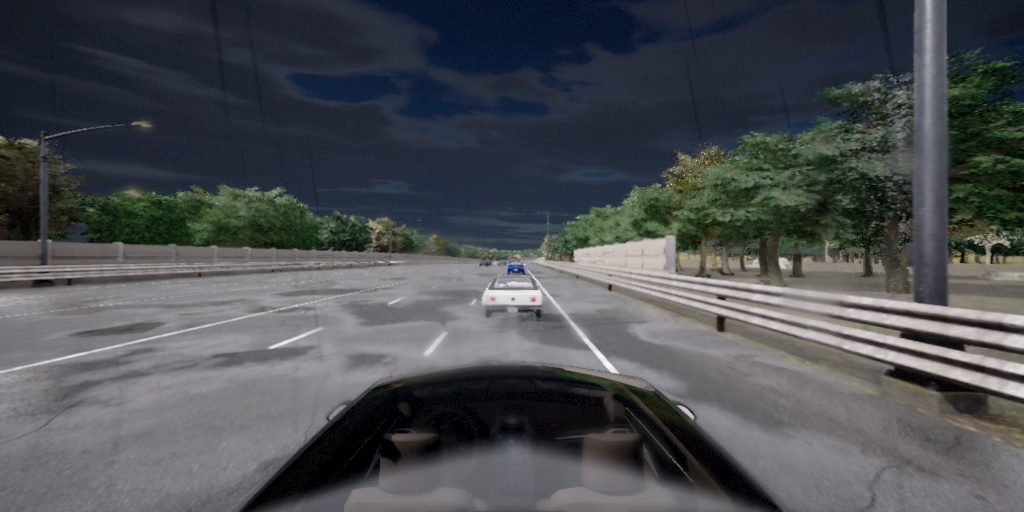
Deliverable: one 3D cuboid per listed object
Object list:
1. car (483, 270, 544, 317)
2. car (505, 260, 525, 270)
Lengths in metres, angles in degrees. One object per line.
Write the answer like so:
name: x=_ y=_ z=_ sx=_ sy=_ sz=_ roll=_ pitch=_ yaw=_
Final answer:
car: x=0.062 y=1.358 z=13.125 sx=1.895 sy=1.301 sz=4.718 roll=0 pitch=0 yaw=1
car: x=0.448 y=1.343 z=40.721 sx=1.882 sy=1.535 sz=5.008 roll=0 pitch=-1 yaw=1
